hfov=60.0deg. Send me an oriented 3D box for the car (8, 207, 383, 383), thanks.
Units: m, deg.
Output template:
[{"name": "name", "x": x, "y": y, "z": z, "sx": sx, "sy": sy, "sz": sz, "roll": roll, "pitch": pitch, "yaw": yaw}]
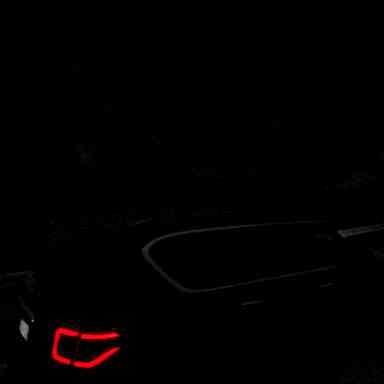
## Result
[{"name": "car", "x": 0.755, "y": 1.220, "z": 4.376, "sx": 5.566, "sy": 2.045, "sz": 2.150, "roll": 0, "pitch": 0, "yaw": -37}]
